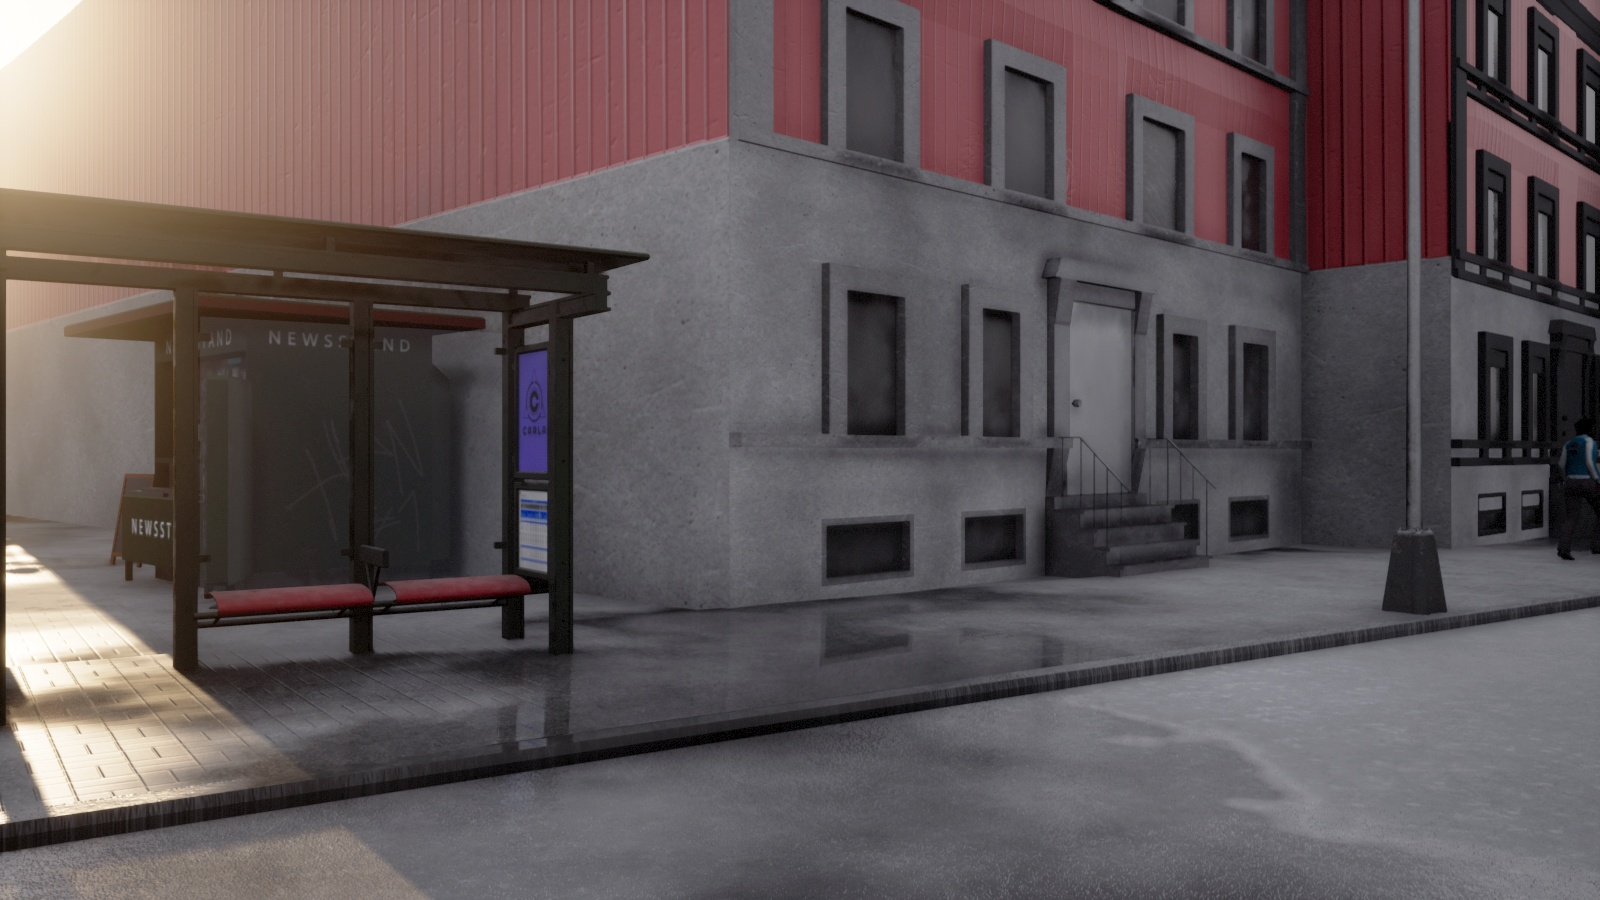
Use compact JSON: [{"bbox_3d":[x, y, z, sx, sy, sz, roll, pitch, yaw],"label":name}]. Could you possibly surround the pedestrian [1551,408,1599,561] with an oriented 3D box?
[{"bbox_3d":[10.080,0.438,16.115,0.692,1.930,0.396,0,0,-19],"label":"pedestrian"}]
